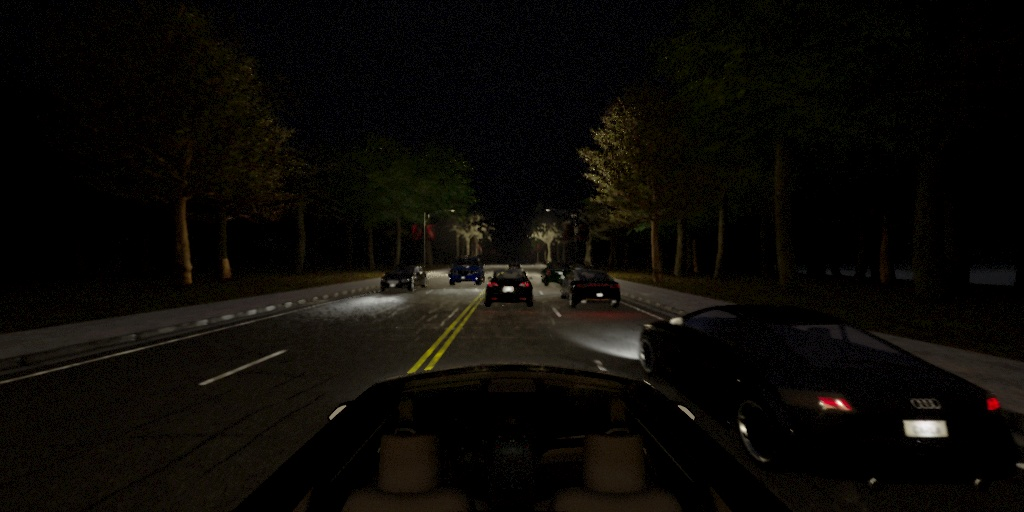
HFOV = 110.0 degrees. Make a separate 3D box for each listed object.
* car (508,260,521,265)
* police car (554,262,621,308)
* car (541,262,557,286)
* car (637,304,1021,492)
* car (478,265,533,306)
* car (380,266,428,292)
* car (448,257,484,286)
[{"bbox_3d":[0.404,1.585,57.892,1.837,1.490,4.892,0,0,1],"label":"car"},{"bbox_3d":[3.269,1.251,15.924,1.930,1.638,5.238,0,0,0],"label":"police car"},{"bbox_3d":[3.311,1.240,26.774,2.097,1.767,4.553,0,0,0],"label":"car"},{"bbox_3d":[3.250,1.330,4.823,1.994,1.385,4.181,0,0,0],"label":"car"},{"bbox_3d":[-0.099,1.332,16.285,2.163,1.488,4.792,0,0,1],"label":"car"},{"bbox_3d":[-6.556,1.352,22.171,2.128,1.511,4.902,0,0,0],"label":"car"},{"bbox_3d":[-3.284,1.108,26.896,2.150,2.045,5.566,0,0,0],"label":"car"}]
